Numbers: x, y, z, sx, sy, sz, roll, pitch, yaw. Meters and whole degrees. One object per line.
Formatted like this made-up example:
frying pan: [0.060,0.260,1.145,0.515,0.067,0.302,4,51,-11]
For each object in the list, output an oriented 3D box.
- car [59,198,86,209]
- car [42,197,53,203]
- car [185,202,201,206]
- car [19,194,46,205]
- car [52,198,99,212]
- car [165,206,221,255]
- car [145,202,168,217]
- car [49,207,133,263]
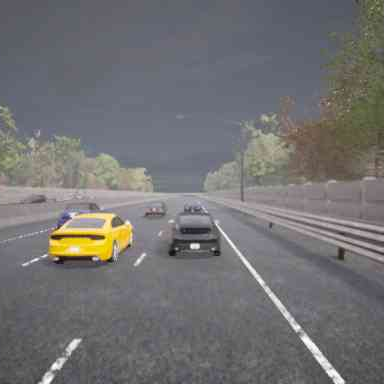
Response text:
car: [-17.569,1.664,49.220,2.128,1.511,4.902,0,0,0]
car: [-21.045,1.785,51.858,1.895,1.301,4.718,0,0,1]
car: [0.096,1.722,37.548,1.895,1.301,4.718,0,0,0]
car: [-24.545,1.407,51.754,2.150,2.045,5.566,0,0,1]
car: [-6.904,1.419,21.553,2.097,1.767,4.553,0,0,0]
car: [0.099,1.546,13.462,1.837,1.490,4.892,0,0,0]
car: [-3.405,1.651,32.523,2.033,1.411,5.357,0,0,0]
car: [-3.401,1.515,12.105,1.882,1.535,5.008,0,0,0]
